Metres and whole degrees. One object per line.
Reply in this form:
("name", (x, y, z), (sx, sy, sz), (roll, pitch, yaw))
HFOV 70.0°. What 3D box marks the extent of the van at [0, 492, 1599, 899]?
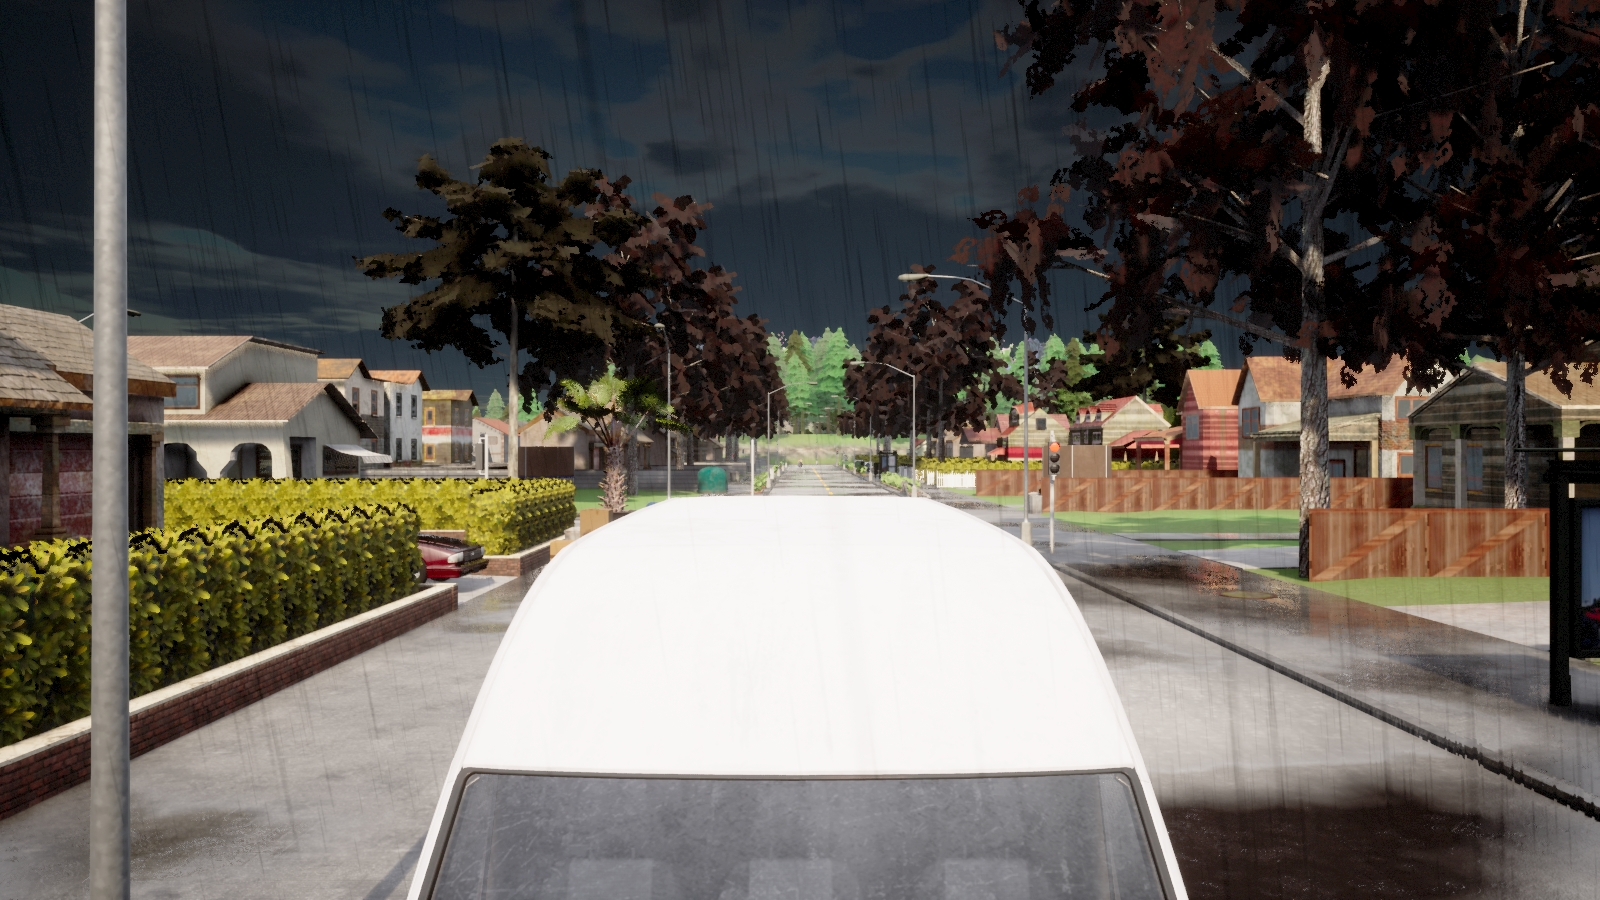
("van", (0.002, 1.537, 4.030), (1.988, 2.561, 5.915), (0, 0, 0))
